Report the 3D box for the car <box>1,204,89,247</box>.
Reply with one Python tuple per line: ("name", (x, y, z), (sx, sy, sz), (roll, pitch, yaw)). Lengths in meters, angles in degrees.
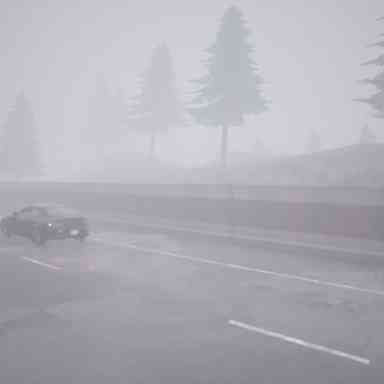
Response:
("car", (-5.902, 1.184, 13.271), (4.674, 1.442, 1.812), (2, 1, 40))
